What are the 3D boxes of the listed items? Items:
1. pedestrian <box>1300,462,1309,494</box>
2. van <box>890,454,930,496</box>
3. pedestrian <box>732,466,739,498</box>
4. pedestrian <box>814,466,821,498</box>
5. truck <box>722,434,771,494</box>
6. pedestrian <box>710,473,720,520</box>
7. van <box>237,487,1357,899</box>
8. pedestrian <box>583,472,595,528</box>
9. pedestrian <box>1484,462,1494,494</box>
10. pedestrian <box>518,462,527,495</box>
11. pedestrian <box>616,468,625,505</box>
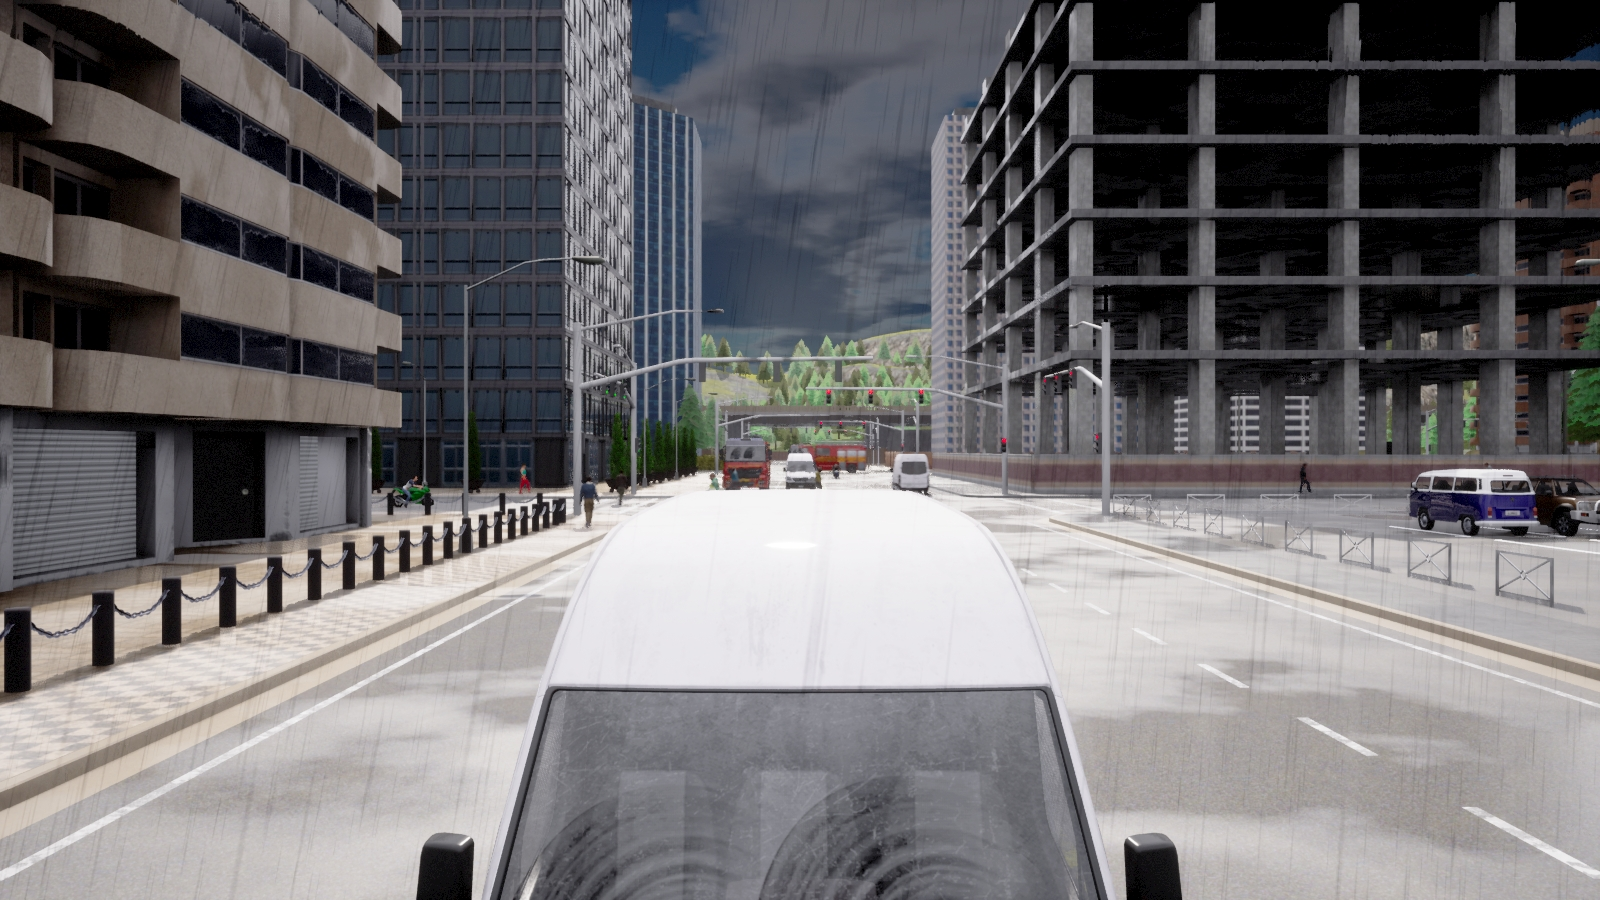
[{"bbox_3d":[29.416,1.641,66.591,0.375,1.860,0.375,0,0,-1],"label":"pedestrian"},{"bbox_3d":[7.006,1.533,73.095,1.988,2.561,5.915,0,0,0],"label":"van"},{"bbox_3d":[-3.782,1.848,66.800,0.375,1.860,0.375,0,0,-11],"label":"pedestrian"},{"bbox_3d":[1.029,1.846,66.641,0.375,1.860,0.375,0,0,1],"label":"pedestrian"},{"bbox_3d":[-3.496,0.891,77.013,2.891,3.827,8.468,0,0,0],"label":"truck"},{"bbox_3d":[-3.389,1.845,45.529,0.375,1.860,0.375,0,0,-6],"label":"pedestrian"},{"bbox_3d":[-0.002,1.534,4.985,1.988,2.561,5.915,0,0,0],"label":"van"},{"bbox_3d":[-7.162,1.697,38.809,0.375,1.860,0.375,0,0,-6],"label":"pedestrian"},{"bbox_3d":[40.191,1.640,66.653,0.375,1.860,0.375,0,0,1],"label":"pedestrian"},{"bbox_3d":[-15.844,1.641,65.177,0.375,1.860,0.375,0,0,11],"label":"pedestrian"},{"bbox_3d":[-8.876,1.805,56.562,0.375,1.860,0.375,0,0,-1],"label":"pedestrian"}]
